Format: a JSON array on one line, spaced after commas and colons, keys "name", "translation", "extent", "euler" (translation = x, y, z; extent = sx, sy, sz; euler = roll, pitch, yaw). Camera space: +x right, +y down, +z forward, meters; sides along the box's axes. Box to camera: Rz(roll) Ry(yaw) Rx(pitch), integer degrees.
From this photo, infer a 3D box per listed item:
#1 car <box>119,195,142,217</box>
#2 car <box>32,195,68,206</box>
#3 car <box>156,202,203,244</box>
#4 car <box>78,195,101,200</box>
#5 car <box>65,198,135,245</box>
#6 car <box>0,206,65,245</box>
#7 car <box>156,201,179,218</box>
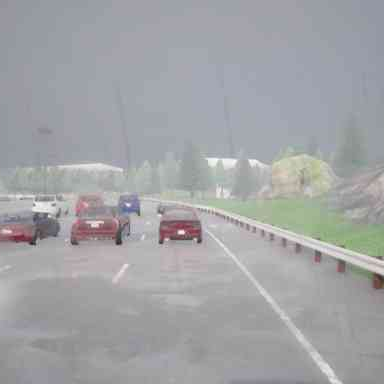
[{"name": "car", "translation": [-5.915, 1.258, 31.490], "extent": [2.150, 2.045, 5.566], "euler": [0, 0, -9]}, {"name": "car", "translation": [-12.835, 1.258, 30.435], "extent": [2.150, 2.045, 5.566], "euler": [0, 0, -9]}, {"name": "car", "translation": [-0.617, 1.485, 15.908], "extent": [1.882, 1.535, 5.008], "euler": [0, 0, -4]}, {"name": "car", "translation": [-9.375, 1.258, 30.963], "extent": [2.150, 2.045, 5.566], "euler": [0, 0, -9]}, {"name": "car", "translation": [-4.104, 1.366, 15.613], "extent": [2.097, 1.767, 4.553], "euler": [0, 0, -4]}, {"name": "car", "translation": [-7.596, 1.572, 15.377], "extent": [1.994, 1.385, 4.181], "euler": [0, 0, -4]}, {"name": "car", "translation": [-2.455, 1.616, 32.017], "extent": [1.895, 1.301, 4.718], "euler": [0, 0, -9]}]
